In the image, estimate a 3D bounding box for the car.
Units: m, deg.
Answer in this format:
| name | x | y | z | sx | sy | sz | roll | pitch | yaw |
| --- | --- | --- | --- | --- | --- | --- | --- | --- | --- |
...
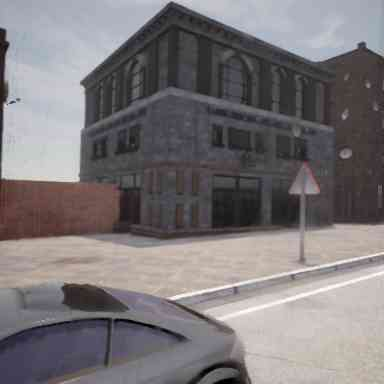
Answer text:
| name | x | y | z | sx | sy | sz | roll | pitch | yaw |
| --- | --- | --- | --- | --- | --- | --- | --- | --- | --- |
| car | -1.484 | 1.553 | 2.626 | 4.181 | 1.385 | 1.994 | 0 | 0 | -35 |
